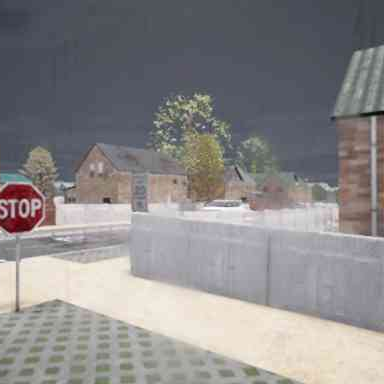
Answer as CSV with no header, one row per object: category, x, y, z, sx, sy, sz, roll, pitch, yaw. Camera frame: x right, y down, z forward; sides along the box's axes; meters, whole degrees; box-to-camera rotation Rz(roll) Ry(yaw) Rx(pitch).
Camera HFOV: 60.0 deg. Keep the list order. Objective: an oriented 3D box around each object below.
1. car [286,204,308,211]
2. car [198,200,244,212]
car,14.551,2.420,46.006,1.882,1.535,5.008,0,-2,36
car,2.714,1.697,29.624,2.150,2.045,5.566,0,-1,36
